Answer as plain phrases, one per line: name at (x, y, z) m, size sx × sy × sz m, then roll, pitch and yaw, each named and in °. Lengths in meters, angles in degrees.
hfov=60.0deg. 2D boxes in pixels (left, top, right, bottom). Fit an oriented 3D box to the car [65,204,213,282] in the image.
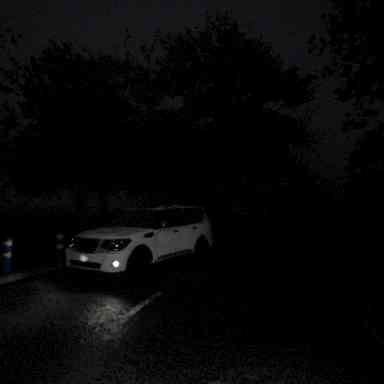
car at (-1.323, 1.428, 10.842) m, size 2.150 × 2.045 × 5.566 m, roll -2°, pitch -3°, yaw 32°
